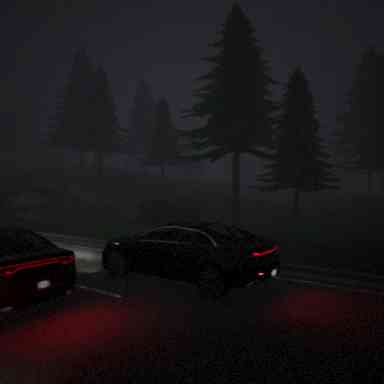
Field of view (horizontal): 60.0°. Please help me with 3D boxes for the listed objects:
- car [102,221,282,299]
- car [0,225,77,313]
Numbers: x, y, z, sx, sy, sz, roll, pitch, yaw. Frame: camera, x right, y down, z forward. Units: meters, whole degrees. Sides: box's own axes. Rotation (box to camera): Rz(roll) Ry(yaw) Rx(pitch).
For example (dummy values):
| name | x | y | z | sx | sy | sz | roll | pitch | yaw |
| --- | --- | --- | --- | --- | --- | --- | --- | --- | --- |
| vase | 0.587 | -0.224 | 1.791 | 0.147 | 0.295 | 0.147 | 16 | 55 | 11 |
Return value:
| name | x | y | z | sx | sy | sz | roll | pitch | yaw |
| --- | --- | --- | --- | --- | --- | --- | --- | --- | --- |
| car | -0.224 | 1.486 | 8.450 | 4.902 | 1.511 | 2.128 | 0 | 0 | 35 |
| car | -4.623 | 1.469 | 7.289 | 5.008 | 1.535 | 1.882 | 0 | 0 | 35 |
